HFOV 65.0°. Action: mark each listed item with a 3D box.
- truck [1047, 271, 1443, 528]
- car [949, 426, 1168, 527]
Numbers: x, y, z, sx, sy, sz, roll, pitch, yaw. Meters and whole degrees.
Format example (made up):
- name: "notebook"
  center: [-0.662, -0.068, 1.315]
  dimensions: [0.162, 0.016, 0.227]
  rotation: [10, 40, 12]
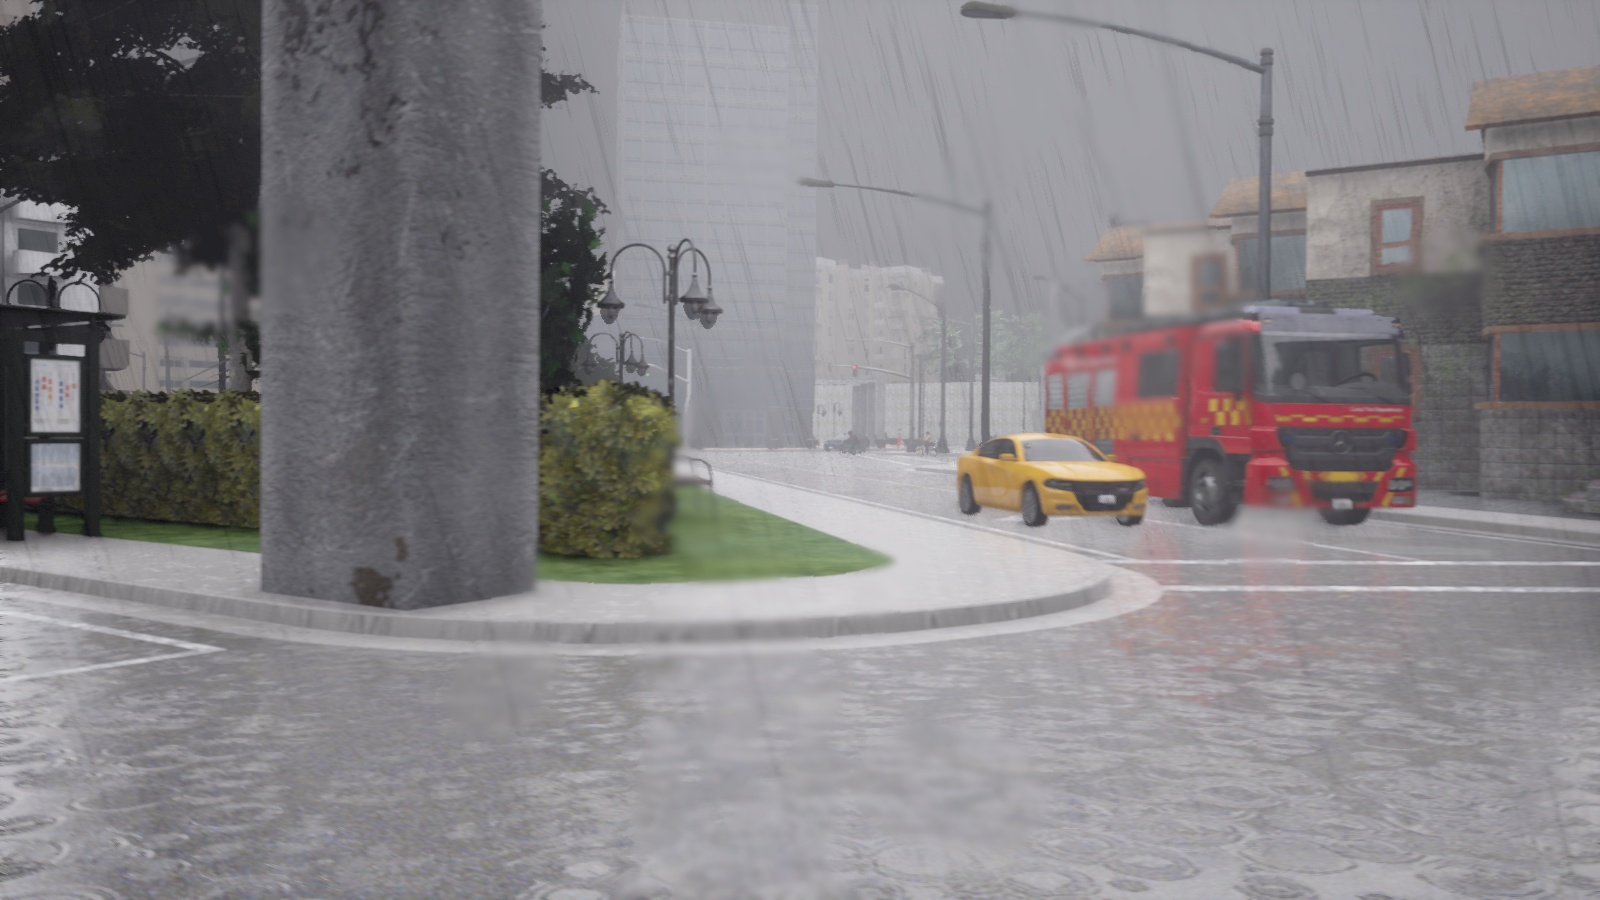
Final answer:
- name: "truck"
  center: [7.591, -0.818, 23.137]
  dimensions: [2.891, 3.827, 8.468]
  rotation: [-1, 1, -12]
- name: "car"
  center: [4.303, 0.372, 21.824]
  dimensions: [1.882, 1.535, 5.008]
  rotation: [-1, 1, -12]
